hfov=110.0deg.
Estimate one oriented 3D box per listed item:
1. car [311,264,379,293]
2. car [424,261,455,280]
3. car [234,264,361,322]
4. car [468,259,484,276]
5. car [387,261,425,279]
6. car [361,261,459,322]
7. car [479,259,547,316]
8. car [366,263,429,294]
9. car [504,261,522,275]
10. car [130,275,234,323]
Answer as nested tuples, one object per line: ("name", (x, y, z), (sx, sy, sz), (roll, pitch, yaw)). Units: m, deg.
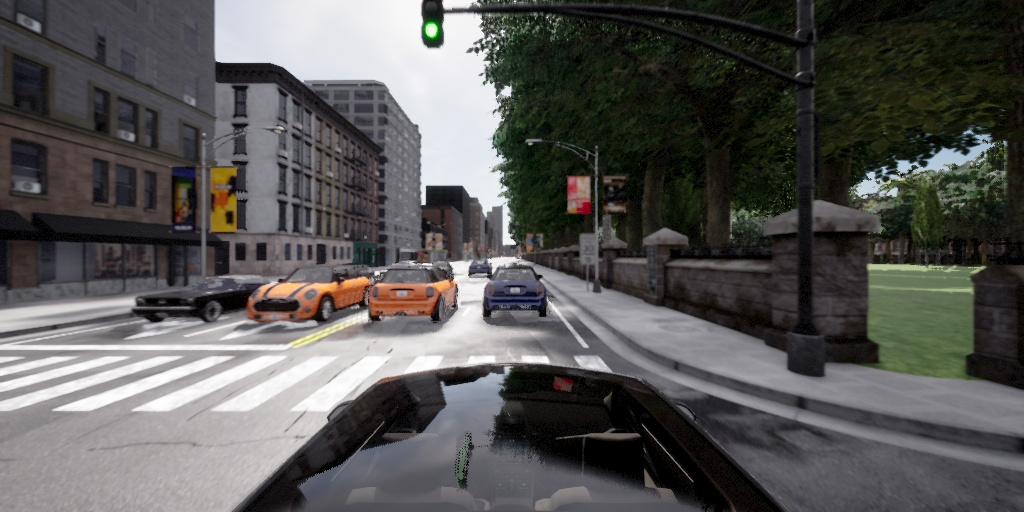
("car", (-9.839, 1.254, 21.621), (1.837, 1.490, 4.892), (0, 0, 0))
("car", (-6.575, 1.248, 33.062), (1.837, 1.490, 4.892), (0, 0, 0))
("car", (-6.591, 1.103, 12.222), (2.097, 1.767, 4.553), (0, 0, 0))
("car", (-3.148, 1.094, 36.358), (2.097, 1.767, 4.553), (0, 0, 0))
("car", (-9.823, 1.236, 33.750), (2.128, 1.511, 4.902), (0, 0, 0))
("car", (-3.151, 1.102, 12.400), (2.097, 1.767, 4.553), (0, 0, 0))
("car", (0.099, 1.101, 13.460), (2.097, 1.767, 4.553), (0, 0, 0))
("car", (-6.589, 1.240, 21.245), (2.128, 1.511, 4.902), (0, 0, 0))
("car", (0.102, 1.266, 38.961), (1.812, 1.442, 4.674), (0, 0, 0))
("car", (-9.841, 1.353, 12.307), (1.895, 1.301, 4.718), (0, 0, 0))
